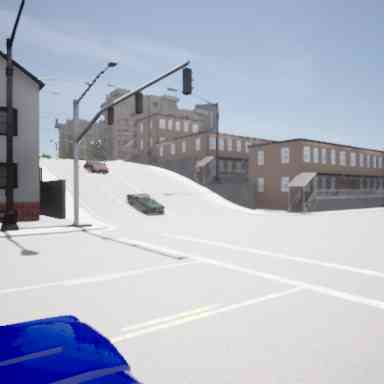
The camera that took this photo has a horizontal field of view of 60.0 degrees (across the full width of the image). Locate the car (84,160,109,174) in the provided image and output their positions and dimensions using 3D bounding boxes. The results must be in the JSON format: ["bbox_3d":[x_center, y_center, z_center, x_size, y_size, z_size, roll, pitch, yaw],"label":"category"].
[{"bbox_3d":[-11.886,-3.212,41.531,1.994,1.385,4.181,0,14,-36],"label":"car"}]

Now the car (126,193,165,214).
[{"bbox_3d":[-4.397,0.959,31.430,1.895,1.301,4.718,0,15,-36],"label":"car"}]

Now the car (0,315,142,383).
[{"bbox_3d":[-2.609,1.604,1.909,4.718,1.301,1.895,0,0,-35],"label":"car"}]
